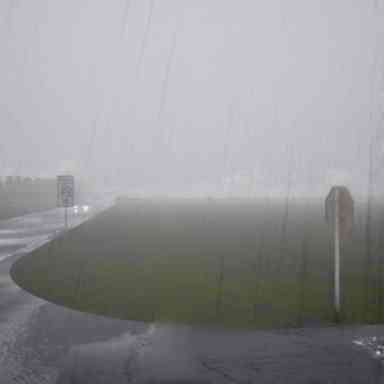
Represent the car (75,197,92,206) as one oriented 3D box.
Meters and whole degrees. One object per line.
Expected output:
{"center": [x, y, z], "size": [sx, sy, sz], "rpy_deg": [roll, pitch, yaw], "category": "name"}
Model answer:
{"center": [-16.407, 1.348, 50.373], "size": [1.895, 1.301, 4.718], "rpy_deg": [-1, 0, -9], "category": "car"}
